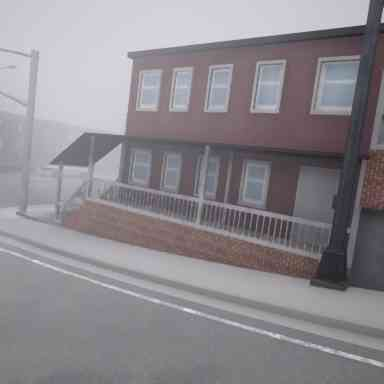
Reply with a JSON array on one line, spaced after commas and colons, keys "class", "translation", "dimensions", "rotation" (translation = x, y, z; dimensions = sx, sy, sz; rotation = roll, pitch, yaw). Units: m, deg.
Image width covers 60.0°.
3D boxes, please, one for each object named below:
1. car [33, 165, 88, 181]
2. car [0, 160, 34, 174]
[{"class": "car", "translation": [-14.090, -2.467, 37.108], "dimensions": [2.150, 2.045, 5.566], "rotation": [11, 6, 35]}, {"class": "car", "translation": [-19.622, -2.683, 35.439], "dimensions": [2.033, 1.411, 5.357], "rotation": [11, 6, 35]}]
